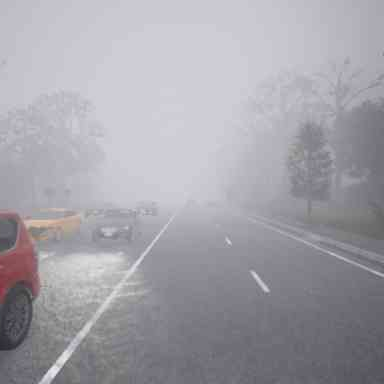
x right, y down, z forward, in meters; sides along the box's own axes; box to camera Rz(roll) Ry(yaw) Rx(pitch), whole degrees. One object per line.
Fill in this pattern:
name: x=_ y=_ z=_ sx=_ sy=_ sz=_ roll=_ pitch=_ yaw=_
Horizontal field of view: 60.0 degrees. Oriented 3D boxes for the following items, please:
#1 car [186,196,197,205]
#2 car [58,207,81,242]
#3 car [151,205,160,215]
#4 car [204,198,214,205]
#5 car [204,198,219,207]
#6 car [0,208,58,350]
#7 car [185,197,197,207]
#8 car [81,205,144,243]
car: x=-0.135 y=1.684 z=66.771 sx=2.097 sy=1.767 sz=4.553 roll=0 pitch=0 yaw=0
car: x=-7.116 y=1.575 z=17.119 sx=1.882 sy=1.535 sz=5.008 roll=0 pitch=0 yaw=0
car: x=-3.551 y=1.307 z=26.272 sx=1.994 sy=1.385 sz=4.181 roll=0 pitch=0 yaw=0
car: x=3.365 y=1.926 z=66.832 sx=1.895 sy=1.301 sz=4.718 roll=0 pitch=0 yaw=0
car: x=3.386 y=1.814 z=56.794 sx=1.812 sy=1.442 sz=4.674 roll=0 pitch=0 yaw=0
car: x=-3.603 y=1.246 z=3.371 sx=2.150 sy=2.045 sz=5.566 roll=0 pitch=-1 yaw=0
car: x=-0.113 y=1.768 z=56.376 sx=1.882 sy=1.535 sz=5.008 roll=0 pitch=0 yaw=0
car: x=-3.618 y=1.584 z=16.849 sx=2.128 sy=1.511 sz=4.902 roll=0 pitch=0 yaw=0
